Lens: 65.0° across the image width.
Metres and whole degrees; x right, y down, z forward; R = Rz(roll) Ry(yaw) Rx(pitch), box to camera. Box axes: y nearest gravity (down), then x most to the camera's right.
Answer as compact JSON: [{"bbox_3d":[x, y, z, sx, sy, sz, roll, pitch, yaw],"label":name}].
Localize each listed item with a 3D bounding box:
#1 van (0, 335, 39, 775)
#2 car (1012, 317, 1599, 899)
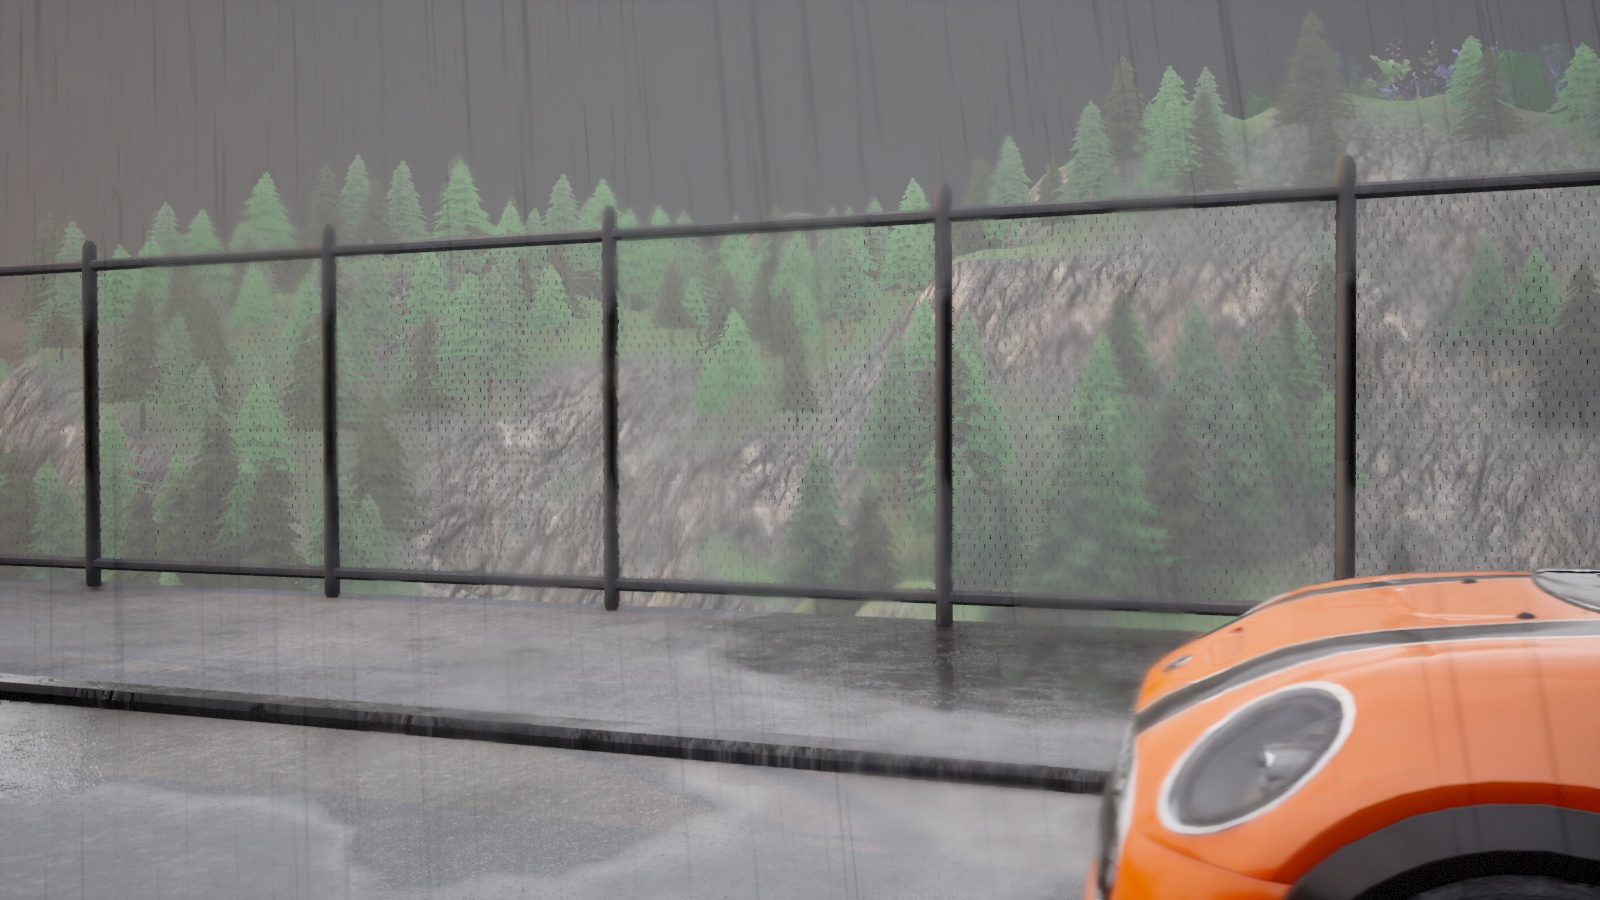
[{"bbox_3d":[-5.935,0.466,5.712,4.442,1.987,1.775,1,1,19],"label":"van"},{"bbox_3d":[2.910,0.651,2.740,4.553,1.767,2.097,0,1,19],"label":"car"}]
